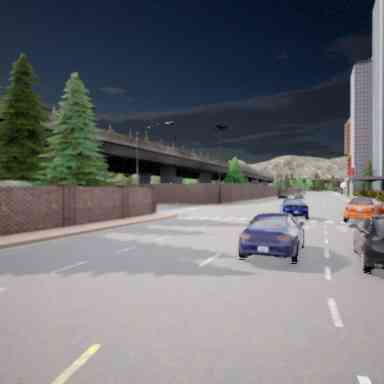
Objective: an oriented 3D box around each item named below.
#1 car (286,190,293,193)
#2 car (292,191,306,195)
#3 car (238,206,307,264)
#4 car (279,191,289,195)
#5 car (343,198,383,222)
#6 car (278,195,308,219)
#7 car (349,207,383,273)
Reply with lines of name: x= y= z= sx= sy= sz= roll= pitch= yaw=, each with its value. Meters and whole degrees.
car: x=26.353 y=0.221 z=90.043 sx=2.150 sy=2.045 sz=5.566 roll=0 pitch=0 yaw=22
car: x=23.843 y=0.990 z=74.202 sx=1.837 sy=1.490 sz=4.892 roll=0 pitch=0 yaw=22
car: x=2.864 y=1.445 z=11.609 sx=1.812 sy=1.442 sz=4.674 roll=0 pitch=1 yaw=22
car: x=20.578 y=1.077 z=75.463 sx=1.895 sy=1.301 sz=4.718 roll=0 pitch=0 yaw=22
car: x=12.418 y=1.187 z=23.725 sx=2.097 sy=1.767 sz=4.553 roll=0 pitch=1 yaw=38
car: x=8.110 y=1.293 z=26.872 sx=1.882 sy=1.535 sz=5.008 roll=1 pitch=1 yaw=10
car: x=5.992 y=1.434 z=10.013 sx=1.837 sy=1.490 sz=4.892 roll=0 pitch=0 yaw=22
